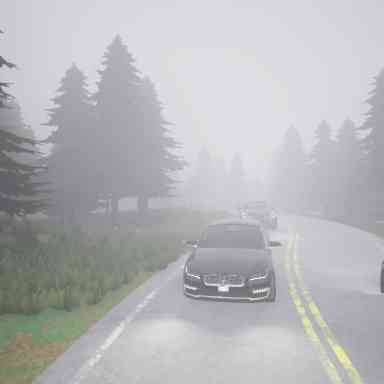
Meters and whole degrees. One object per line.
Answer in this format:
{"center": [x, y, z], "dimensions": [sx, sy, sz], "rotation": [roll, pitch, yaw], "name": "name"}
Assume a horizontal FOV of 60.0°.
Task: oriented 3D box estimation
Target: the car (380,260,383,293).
{"center": [4.493, 1.308, 4.640], "dimensions": [2.097, 1.767, 4.553], "rotation": [-1, 0, 8], "name": "car"}

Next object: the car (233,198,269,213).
{"center": [6.199, 1.410, 35.733], "dimensions": [1.837, 1.490, 4.892], "rotation": [2, -1, -16], "name": "car"}

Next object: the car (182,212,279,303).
{"center": [1.090, 1.496, 8.410], "dimensions": [1.837, 1.490, 4.892], "rotation": [-1, 0, 12], "name": "car"}

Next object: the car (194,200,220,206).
{"center": [1.914, 1.799, 44.857], "dimensions": [1.812, 1.442, 4.674], "rotation": [3, -5, -35], "name": "car"}

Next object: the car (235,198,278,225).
{"center": [3.874, 1.270, 20.363], "dimensions": [2.097, 1.767, 4.553], "rotation": [-1, 0, 5], "name": "car"}
